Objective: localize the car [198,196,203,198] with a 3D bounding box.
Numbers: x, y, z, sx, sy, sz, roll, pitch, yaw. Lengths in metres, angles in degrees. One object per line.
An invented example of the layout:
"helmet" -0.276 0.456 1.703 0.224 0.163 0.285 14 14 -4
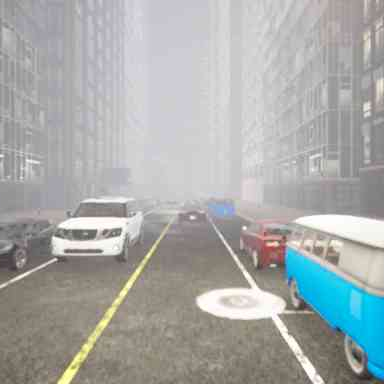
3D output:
"car" 0.004 1.515 41.479 1.994 1.385 4.181 0 0 0

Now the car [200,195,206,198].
"car" 2.569 1.500 50.797 1.947 1.339 4.313 0 0 0

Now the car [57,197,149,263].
"car" -3.132 1.210 12.307 2.150 2.045 5.566 0 0 0

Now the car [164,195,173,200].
"car" -5.893 1.418 84.965 2.008 1.369 4.403 0 0 0

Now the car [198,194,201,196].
"car" 2.501 1.424 79.286 1.887 1.381 4.507 0 0 0

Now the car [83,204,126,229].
"car" -5.745 1.558 22.285 1.802 1.307 4.206 0 0 0

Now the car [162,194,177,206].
"car" -3.198 1.492 53.699 1.994 1.385 4.181 0 0 0

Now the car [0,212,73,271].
"car" -5.718 1.555 10.888 1.947 1.339 4.313 0 0 0

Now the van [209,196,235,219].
"van" 2.622 1.312 28.001 1.690 1.788 3.998 0 0 0

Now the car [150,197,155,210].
"car" -5.785 1.536 39.381 1.802 1.307 4.206 0 0 0

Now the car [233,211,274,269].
"car" 2.663 1.535 10.907 1.887 1.381 4.507 0 0 0

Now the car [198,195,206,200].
"car" 2.488 1.450 84.984 1.802 1.307 4.206 0 0 0

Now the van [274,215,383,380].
"van" 2.675 1.337 5.209 1.690 1.788 3.998 0 0 0

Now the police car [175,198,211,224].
"police car" 0.041 1.485 24.388 2.038 1.542 4.974 0 1 0

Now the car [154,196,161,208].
"car" -5.799 1.495 45.078 2.008 1.369 4.403 0 0 0
